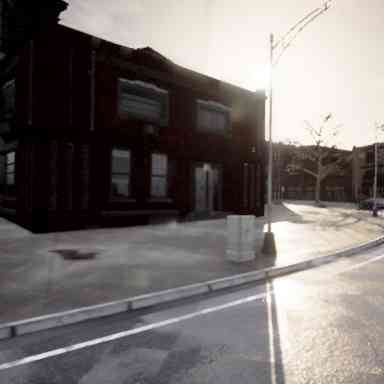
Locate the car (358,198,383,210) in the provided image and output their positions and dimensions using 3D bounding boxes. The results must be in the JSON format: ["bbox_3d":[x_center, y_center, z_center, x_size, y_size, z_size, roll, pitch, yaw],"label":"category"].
[{"bbox_3d":[20.534,1.348,37.163,2.033,1.411,5.357,1,1,4],"label":"car"}]
